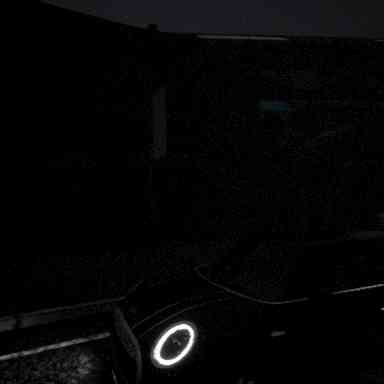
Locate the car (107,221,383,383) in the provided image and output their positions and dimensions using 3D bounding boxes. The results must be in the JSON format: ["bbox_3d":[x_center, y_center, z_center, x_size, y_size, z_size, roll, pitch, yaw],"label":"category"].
[{"bbox_3d":[1.271,1.302,4.326,4.553,1.767,2.097,0,1,-23],"label":"car"}]
